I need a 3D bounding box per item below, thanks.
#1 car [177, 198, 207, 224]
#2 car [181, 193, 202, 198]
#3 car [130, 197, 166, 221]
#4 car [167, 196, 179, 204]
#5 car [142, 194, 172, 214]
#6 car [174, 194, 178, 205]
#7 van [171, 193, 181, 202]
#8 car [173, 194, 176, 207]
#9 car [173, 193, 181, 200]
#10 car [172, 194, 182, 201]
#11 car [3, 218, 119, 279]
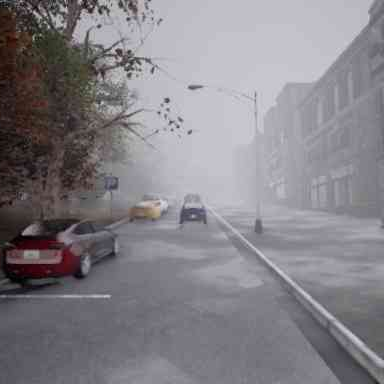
[{"bbox_3d":[0.096,1.467,24.895,1.882,1.535,5.008,0,0,0],"label":"car"},{"bbox_3d":[0.090,1.201,42.621,2.150,2.045,5.566,0,0,1],"label":"car"},{"bbox_3d":[-3.658,1.468,26.777,2.097,1.535,5.008,0,0,2],"label":"car"},{"bbox_3d":[-3.665,1.501,65.772,2.002,1.452,4.674,0,0,2],"label":"car"},{"bbox_3d":[-3.659,1.213,32.381,2.435,2.045,5.566,0,0,2],"label":"car"},{"bbox_3d":[-3.662,1.457,49.058,2.097,1.535,5.008,0,0,2],"label":"car"},{"bbox_3d":[-3.664,1.239,77.033,1.878,1.987,4.442,0,0,2],"label":"van"},{"bbox_3d":[-3.654,1.455,43.678,1.946,1.575,5.366,0,0,2],"label":"car"},{"bbox_3d":[-3.666,1.334,60.173,2.185,1.767,4.553,0,0,2],"label":"car"},{"bbox_3d":[-3.670,1.340,82.456,2.185,1.767,4.553,0,0,2],"label":"car"},{"bbox_3d":[-3.653,1.509,10.099,2.163,1.488,4.792,0,0,2],"label":"car"}]
